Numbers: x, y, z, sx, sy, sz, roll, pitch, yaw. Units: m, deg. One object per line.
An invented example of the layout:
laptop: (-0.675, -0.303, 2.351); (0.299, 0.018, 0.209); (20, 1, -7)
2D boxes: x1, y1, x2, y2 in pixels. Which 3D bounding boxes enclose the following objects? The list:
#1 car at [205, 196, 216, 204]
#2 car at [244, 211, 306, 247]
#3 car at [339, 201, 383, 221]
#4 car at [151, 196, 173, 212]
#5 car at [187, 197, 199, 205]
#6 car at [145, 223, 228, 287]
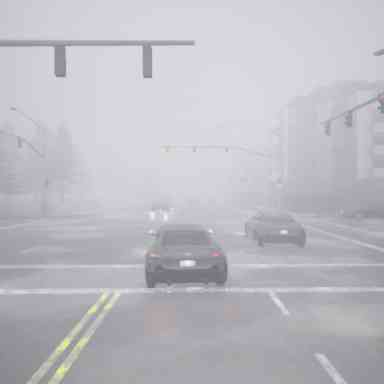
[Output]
car: (3.495, 1.406, 62.857); (2.128, 1.511, 4.902); (0, 0, 0)
car: (3.596, 1.541, 15.027); (1.994, 1.385, 4.181); (0, 0, 0)
car: (14.063, 1.456, 25.896); (4.902, 1.511, 2.128); (0, 0, -1)
car: (-3.586, 1.473, 38.652); (1.812, 1.442, 4.674); (0, 0, 0)
car: (0.097, 1.488, 55.658); (1.994, 1.385, 4.181); (0, 0, 0)
car: (-0.288, 1.551, 9.380); (1.994, 1.385, 4.181); (0, 0, -6)
